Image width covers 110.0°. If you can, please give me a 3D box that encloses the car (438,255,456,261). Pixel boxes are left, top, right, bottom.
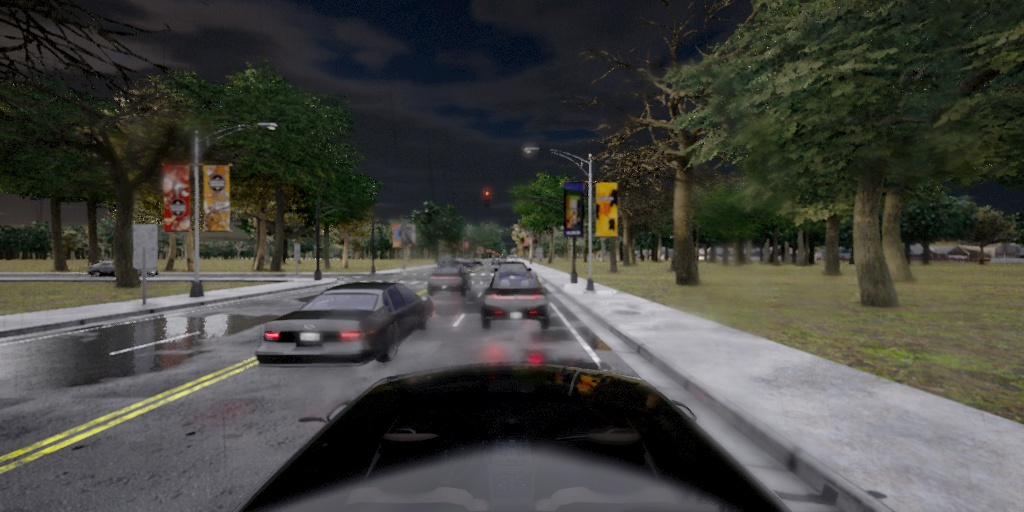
[{"bbox_3d":[-9.863,0.892,54.379,2.150,2.045,5.566,0,0,1],"label":"car"}]

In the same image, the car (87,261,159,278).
[{"bbox_3d":[-33.090,1.158,30.597,4.902,1.511,2.128,0,0,0],"label":"car"}]

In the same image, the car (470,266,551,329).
[{"bbox_3d":[0.097,1.225,11.110,2.128,1.511,4.902,0,0,0],"label":"car"}]

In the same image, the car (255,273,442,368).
[{"bbox_3d":[-3.140,1.286,8.017,2.033,1.411,5.357,0,0,-1],"label":"car"}]

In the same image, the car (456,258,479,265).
[{"bbox_3d":[-6.619,1.220,53.622,2.033,1.411,5.357,0,0,0],"label":"car"}]

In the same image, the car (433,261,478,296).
[{"bbox_3d":[-3.149,1.212,18.750,2.128,1.511,4.902,0,0,-2],"label":"car"}]

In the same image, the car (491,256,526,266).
[{"bbox_3d":[0.052,1.070,20.084,2.097,1.767,4.553,0,0,0],"label":"car"}]
